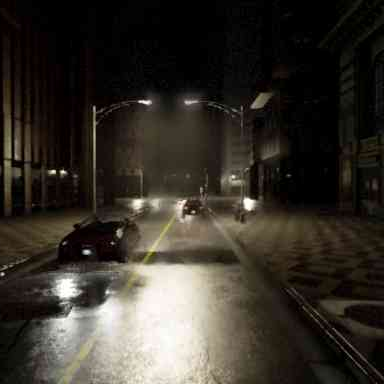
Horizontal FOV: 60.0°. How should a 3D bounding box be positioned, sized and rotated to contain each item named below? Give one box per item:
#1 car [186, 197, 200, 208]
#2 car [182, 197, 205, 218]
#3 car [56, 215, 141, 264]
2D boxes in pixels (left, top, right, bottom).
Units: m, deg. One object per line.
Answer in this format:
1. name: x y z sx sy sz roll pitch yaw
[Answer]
1. car: 0.123 1.344 44.809 1.895 1.301 4.718 0 0 0
2. car: 0.115 1.364 27.633 1.812 1.442 4.674 0 0 0
3. car: -2.994 1.495 11.439 1.994 1.385 4.181 0 0 0
